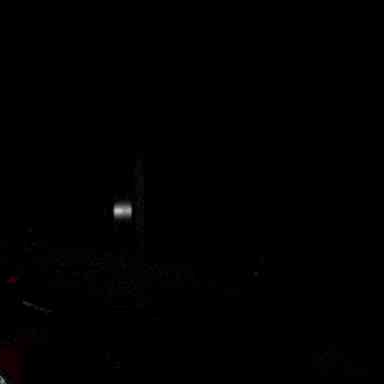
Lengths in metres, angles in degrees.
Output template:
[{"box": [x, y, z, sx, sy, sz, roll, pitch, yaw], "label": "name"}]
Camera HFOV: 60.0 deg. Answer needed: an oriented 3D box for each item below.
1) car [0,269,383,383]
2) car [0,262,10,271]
[{"box": [-0.183, 1.582, 2.939, 4.206, 1.307, 1.802, 0, 0, 35], "label": "car"}, {"box": [-4.808, 1.585, 6.236, 4.206, 1.307, 1.802, 0, 0, 35], "label": "car"}]
